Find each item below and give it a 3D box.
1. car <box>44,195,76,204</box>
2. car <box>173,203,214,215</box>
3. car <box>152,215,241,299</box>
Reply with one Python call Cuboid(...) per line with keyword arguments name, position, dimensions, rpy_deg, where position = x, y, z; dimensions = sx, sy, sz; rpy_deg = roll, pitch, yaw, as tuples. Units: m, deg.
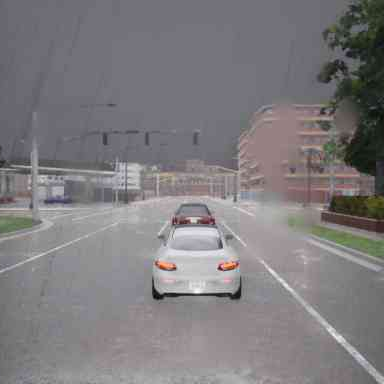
Cuboid(name="car", position=(-23.388, 1.295, 58.028), dimensions=(4.611, 1.667, 2.242), rpy_deg=(0, 0, 1))
Cuboid(name="car", position=(0.079, 1.352, 17.299), dimensions=(2.097, 1.767, 4.553), rpy_deg=(0, 0, 0))
Cuboid(name="car", position=(0.094, 1.526, 8.306), dimensions=(1.812, 1.442, 4.674), rpy_deg=(0, 0, 0))
